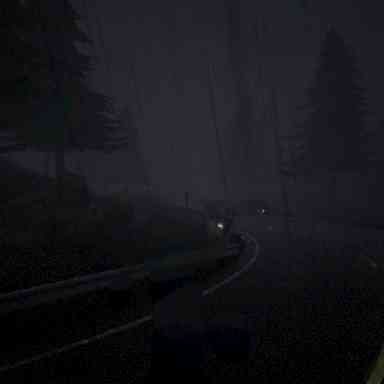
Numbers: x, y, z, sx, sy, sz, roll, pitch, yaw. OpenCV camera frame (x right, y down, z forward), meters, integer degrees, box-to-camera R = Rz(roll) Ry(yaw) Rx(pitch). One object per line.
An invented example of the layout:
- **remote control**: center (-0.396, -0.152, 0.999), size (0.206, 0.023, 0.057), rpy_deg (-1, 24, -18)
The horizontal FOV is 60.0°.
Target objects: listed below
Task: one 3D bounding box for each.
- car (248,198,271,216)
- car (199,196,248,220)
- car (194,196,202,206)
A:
- **car**: center (5.296, 1.309, 29.624), size (1.837, 1.490, 4.892), rpy_deg (-1, 0, -13)
- **car**: center (2.356, 1.324, 26.235), size (1.882, 1.535, 5.008), rpy_deg (-1, 0, -13)
- **car**: center (1.604, 1.230, 45.981), size (1.882, 1.535, 5.008), rpy_deg (-1, -1, -12)
